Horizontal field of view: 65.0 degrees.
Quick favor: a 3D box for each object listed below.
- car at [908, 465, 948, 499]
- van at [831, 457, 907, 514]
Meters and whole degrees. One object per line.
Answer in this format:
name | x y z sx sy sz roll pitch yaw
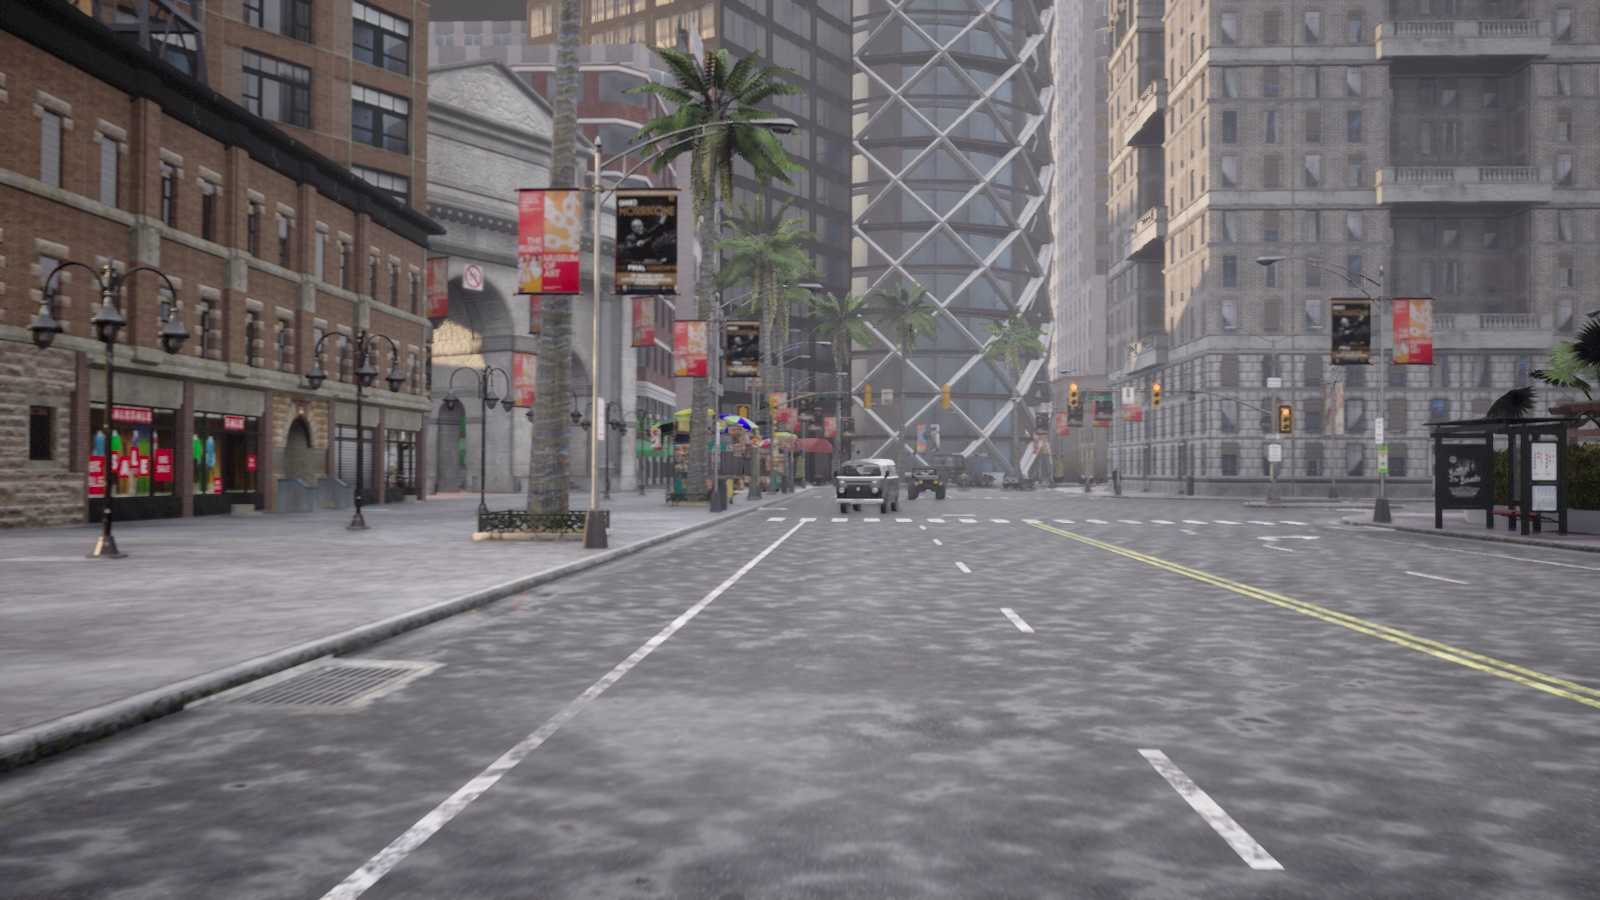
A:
car | 7.261 1.784 71.532 1.905 1.878 3.866 0 -1 1
van | 2.653 1.320 47.245 2.069 2.038 4.480 -1 -1 13
